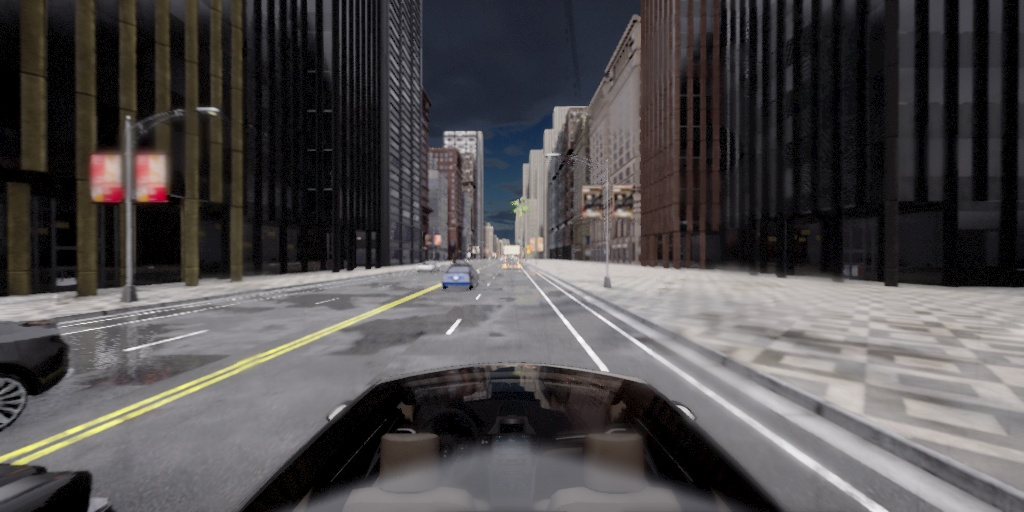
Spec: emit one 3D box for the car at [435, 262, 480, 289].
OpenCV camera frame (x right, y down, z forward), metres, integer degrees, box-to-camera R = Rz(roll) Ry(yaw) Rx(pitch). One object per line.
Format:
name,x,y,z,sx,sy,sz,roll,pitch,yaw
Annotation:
car,-3.153,1.274,22.616,2.033,1.411,5.357,0,0,0

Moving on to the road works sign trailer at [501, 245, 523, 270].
road works sign trailer,-0.009,0.175,51.074,2.380,3.560,2.880,0,0,0

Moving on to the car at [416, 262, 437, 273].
car,-9.845,1.315,42.268,1.895,1.301,4.718,0,0,0

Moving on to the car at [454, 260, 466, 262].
car,-6.589,1.216,44.662,1.837,1.490,4.892,0,0,0

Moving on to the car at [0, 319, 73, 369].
car,-6.599,1.240,2.504,2.128,1.511,4.902,0,0,0
